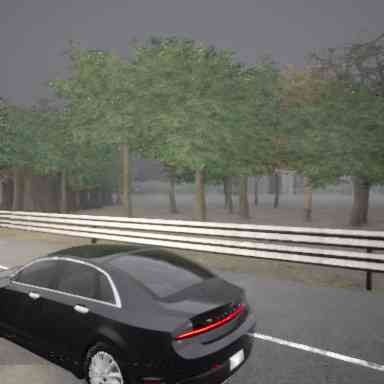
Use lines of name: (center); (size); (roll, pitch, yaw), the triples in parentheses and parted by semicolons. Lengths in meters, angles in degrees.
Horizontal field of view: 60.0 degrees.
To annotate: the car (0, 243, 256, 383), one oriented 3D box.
car: (-1.479, 1.546, 4.967); (4.892, 1.490, 1.837); (-1, 0, 36)
